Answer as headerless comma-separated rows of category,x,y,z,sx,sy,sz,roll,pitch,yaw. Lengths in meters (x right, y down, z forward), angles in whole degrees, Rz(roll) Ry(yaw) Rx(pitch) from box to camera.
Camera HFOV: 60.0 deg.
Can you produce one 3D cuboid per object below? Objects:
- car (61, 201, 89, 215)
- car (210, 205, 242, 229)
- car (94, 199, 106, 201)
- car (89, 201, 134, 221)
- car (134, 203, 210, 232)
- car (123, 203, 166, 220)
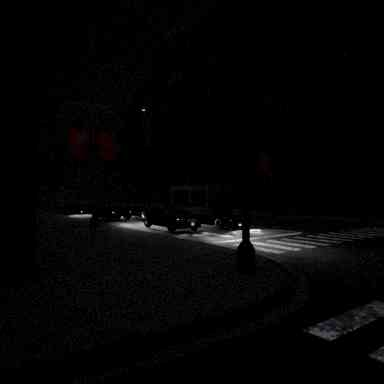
car,-13.012,1.680,36.848,2.033,1.411,5.357,0,0,-35
car,1.454,1.609,22.338,2.033,1.411,5.357,0,0,-33
car,-10.912,1.635,39.496,2.128,1.511,4.902,0,0,-36
car,-6.833,1.693,28.236,1.895,1.301,4.718,0,0,-36
car,-1.387,1.548,20.661,2.128,1.511,4.902,0,0,-36
car,-4.440,1.701,30.470,1.895,1.301,4.718,0,0,-36
